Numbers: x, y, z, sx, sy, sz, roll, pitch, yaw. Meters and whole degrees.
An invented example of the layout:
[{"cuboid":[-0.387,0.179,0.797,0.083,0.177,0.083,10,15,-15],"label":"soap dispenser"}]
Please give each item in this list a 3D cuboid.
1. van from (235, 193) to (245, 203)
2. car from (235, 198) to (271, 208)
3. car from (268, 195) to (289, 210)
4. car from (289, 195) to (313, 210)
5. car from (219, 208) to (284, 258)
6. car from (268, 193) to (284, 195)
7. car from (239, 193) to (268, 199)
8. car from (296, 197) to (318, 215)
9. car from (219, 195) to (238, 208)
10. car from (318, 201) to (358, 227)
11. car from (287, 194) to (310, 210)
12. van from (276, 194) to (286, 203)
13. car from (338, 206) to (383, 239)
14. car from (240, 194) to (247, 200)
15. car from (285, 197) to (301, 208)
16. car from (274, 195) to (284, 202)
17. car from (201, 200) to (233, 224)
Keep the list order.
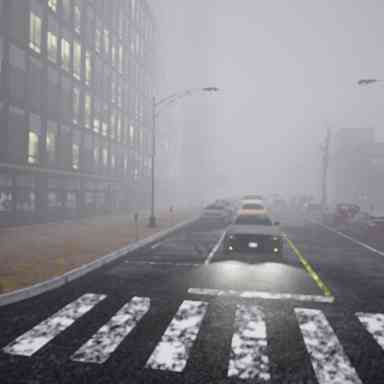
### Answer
[{"cuboid":[9.679,1.222,67.157,1.690,1.788,3.998,1,0,10],"label":"van"},{"cuboid":[4.184,1.425,22.823,1.882,1.535,5.008,0,0,10],"label":"car"},{"cuboid":[10.904,1.466,42.034,1.837,1.490,4.892,0,0,11],"label":"car"},{"cuboid":[12.930,1.300,38.367,2.192,1.841,5.009,1,0,10],"label":"car"},{"cuboid":[2.320,1.512,12.624,1.994,1.385,4.181,0,0,10],"label":"car"},{"cuboid":[12.660,1.170,51.903,2.150,2.045,5.566,0,0,10],"label":"car"},{"cuboid":[6.122,1.164,33.335,2.150,2.045,5.566,0,0,10],"label":"car"},{"cuboid":[11.927,1.539,32.913,2.008,1.369,4.403,1,0,10],"label":"car"},{"cuboid":[2.687,1.365,28.965,1.967,1.590,4.097,1,0,10],"label":"car"},{"cuboid":[9.932,1.433,22.002,1.967,1.590,4.097,1,0,10],"label":"car"},{"cuboid":[13.929,1.295,43.825,2.192,1.841,5.009,1,0,10],"label":"car"},{"cuboid":[18.921,1.278,71.105,1.690,1.788,3.998,1,0,10],"label":"van"},{"cuboid":[8.930,1.576,16.544,1.802,1.307,4.206,1,0,10],"label":"car"},{"cuboid":[14.666,1.405,94.436,1.802,1.307,4.206,1,0,10],"label":"car"},{"cuboid":[14.954,1.498,49.450,1.752,1.417,4.829,1,0,10],"label":"car"},{"cuboid":[19.915,1.492,76.562,1.947,1.339,4.313,1,0,10],"label":"car"},{"cuboid":[1.686,1.508,23.510,1.802,1.307,4.206,1,0,10],"label":"car"}]
